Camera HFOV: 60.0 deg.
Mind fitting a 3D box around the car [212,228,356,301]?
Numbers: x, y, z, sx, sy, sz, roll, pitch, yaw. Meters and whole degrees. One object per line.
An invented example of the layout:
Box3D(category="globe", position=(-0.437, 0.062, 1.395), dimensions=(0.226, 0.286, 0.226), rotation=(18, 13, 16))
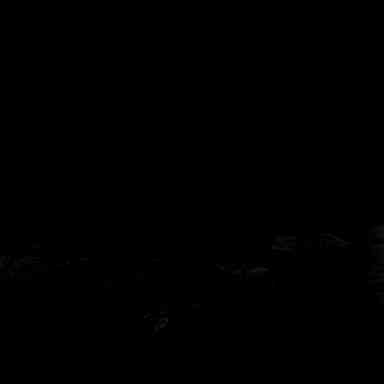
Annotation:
Box3D(category="car", position=(2.430, 1.582, 8.269), dimensions=(4.206, 1.307, 1.802), rotation=(0, 0, -35))

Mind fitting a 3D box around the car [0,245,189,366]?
Box3D(category="car", position=(-2.050, 1.566, 5.075), dimensions=(4.313, 1.339, 1.947), rotation=(0, 0, -35))
